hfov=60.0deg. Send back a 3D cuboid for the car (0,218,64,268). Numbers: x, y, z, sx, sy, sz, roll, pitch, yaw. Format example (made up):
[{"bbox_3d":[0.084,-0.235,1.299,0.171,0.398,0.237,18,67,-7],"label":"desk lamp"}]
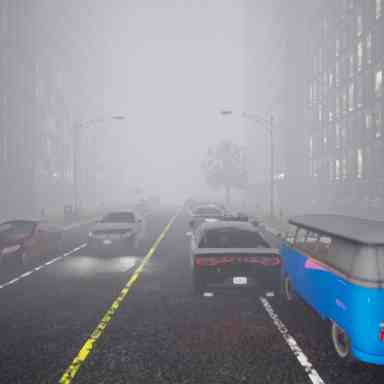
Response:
[{"bbox_3d":[-5.718,1.582,11.255,1.802,1.307,4.206,0,0,0],"label":"car"}]

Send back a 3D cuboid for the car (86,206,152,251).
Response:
[{"bbox_3d":[-3.035,1.525,14.222,1.812,1.442,4.674,0,0,0],"label":"car"}]

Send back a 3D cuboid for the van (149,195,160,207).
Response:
[{"bbox_3d":[-5.814,1.328,51.104,1.690,1.788,3.998,0,0,0],"label":"van"}]

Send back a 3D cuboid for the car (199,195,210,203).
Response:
[{"bbox_3d":[2.524,1.401,68.197,1.967,1.590,4.097,0,0,0],"label":"car"}]

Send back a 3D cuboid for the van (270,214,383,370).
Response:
[{"bbox_3d":[2.677,1.341,5.581,1.690,1.788,3.998,0,0,0],"label":"van"}]

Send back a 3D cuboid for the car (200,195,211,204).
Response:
[{"bbox_3d":[2.538,1.410,62.505,1.967,1.590,4.097,0,0,0],"label":"car"}]

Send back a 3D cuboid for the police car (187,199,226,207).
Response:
[{"bbox_3d":[0.855,1.425,18.706,1.930,1.638,5.238,0,0,0],"label":"police car"}]

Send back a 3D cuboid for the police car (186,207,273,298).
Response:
[{"bbox_3d":[0.879,1.425,8.706,1.930,1.638,5.238,0,0,0],"label":"police car"}]

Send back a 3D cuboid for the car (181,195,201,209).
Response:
[{"bbox_3d":[-0.104,1.471,45.178,1.882,1.535,5.008,0,0,1],"label":"car"}]

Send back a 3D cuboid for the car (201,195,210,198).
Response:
[{"bbox_3d":[2.580,1.544,45.428,2.008,1.369,4.403,0,0,0],"label":"car"}]

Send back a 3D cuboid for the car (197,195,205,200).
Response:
[{"bbox_3d":[2.469,1.463,90.968,1.887,1.381,4.507,0,0,0],"label":"car"}]

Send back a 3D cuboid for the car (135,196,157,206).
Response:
[{"bbox_3d":[-5.787,1.548,39.719,2.008,1.369,4.403,0,0,0],"label":"car"}]

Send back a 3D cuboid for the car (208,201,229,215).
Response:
[{"bbox_3d":[2.607,1.581,34.043,1.802,1.307,4.206,0,0,0],"label":"car"}]

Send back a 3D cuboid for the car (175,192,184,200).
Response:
[{"bbox_3d":[-3.219,1.143,89.453,2.150,2.045,5.566,0,0,0],"label":"car"}]
